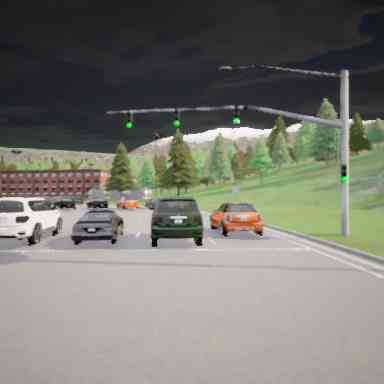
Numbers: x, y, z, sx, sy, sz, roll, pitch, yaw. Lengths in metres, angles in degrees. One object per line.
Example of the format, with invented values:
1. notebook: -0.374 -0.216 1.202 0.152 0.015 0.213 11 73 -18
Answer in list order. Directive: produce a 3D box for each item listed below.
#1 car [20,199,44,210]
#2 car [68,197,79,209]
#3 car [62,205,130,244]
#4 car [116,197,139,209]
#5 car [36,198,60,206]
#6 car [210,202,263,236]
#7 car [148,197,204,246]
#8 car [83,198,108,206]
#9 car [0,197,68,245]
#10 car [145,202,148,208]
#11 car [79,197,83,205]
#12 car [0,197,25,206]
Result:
1. car: -21.653 1.631 44.875 1.812 1.442 4.674 0 0 -39
2. car: -17.262 1.563 44.860 1.882 1.535 5.008 0 -1 -35
3. car: -4.340 1.569 15.911 2.033 1.411 5.357 0 0 -7
4. car: -8.627 1.398 44.256 2.097 1.767 4.553 0 0 -27
5. car: -24.851 1.686 57.429 4.181 1.385 1.994 0 0 35
6. car: 2.319 1.343 18.516 2.097 1.767 4.553 0 0 -7
7. car: -0.804 1.227 15.476 2.150 2.045 5.566 0 0 -6
8. car: -12.608 1.541 44.140 1.882 1.535 5.008 0 -1 -31
9. car: -7.863 1.260 15.702 2.150 2.045 5.566 0 0 -6
10. car: -4.942 1.554 45.253 1.812 1.442 4.674 0 0 -28
11. car: -21.168 1.597 59.041 4.902 1.511 2.128 0 0 35
12. car: -31.000 1.676 57.171 4.674 1.442 1.812 0 0 28
